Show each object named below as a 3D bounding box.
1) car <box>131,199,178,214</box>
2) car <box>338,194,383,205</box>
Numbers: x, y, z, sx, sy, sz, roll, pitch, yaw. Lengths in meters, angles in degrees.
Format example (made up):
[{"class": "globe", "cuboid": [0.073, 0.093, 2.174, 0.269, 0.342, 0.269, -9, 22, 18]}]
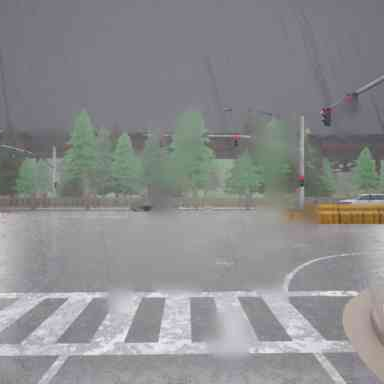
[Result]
[{"class": "car", "cuboid": [-3.902, 1.491, 34.973, 4.902, 1.511, 2.128, 0, 0, -2]}, {"class": "car", "cuboid": [18.546, 1.223, 35.655, 5.566, 2.045, 2.150, 0, 0, -2]}]
